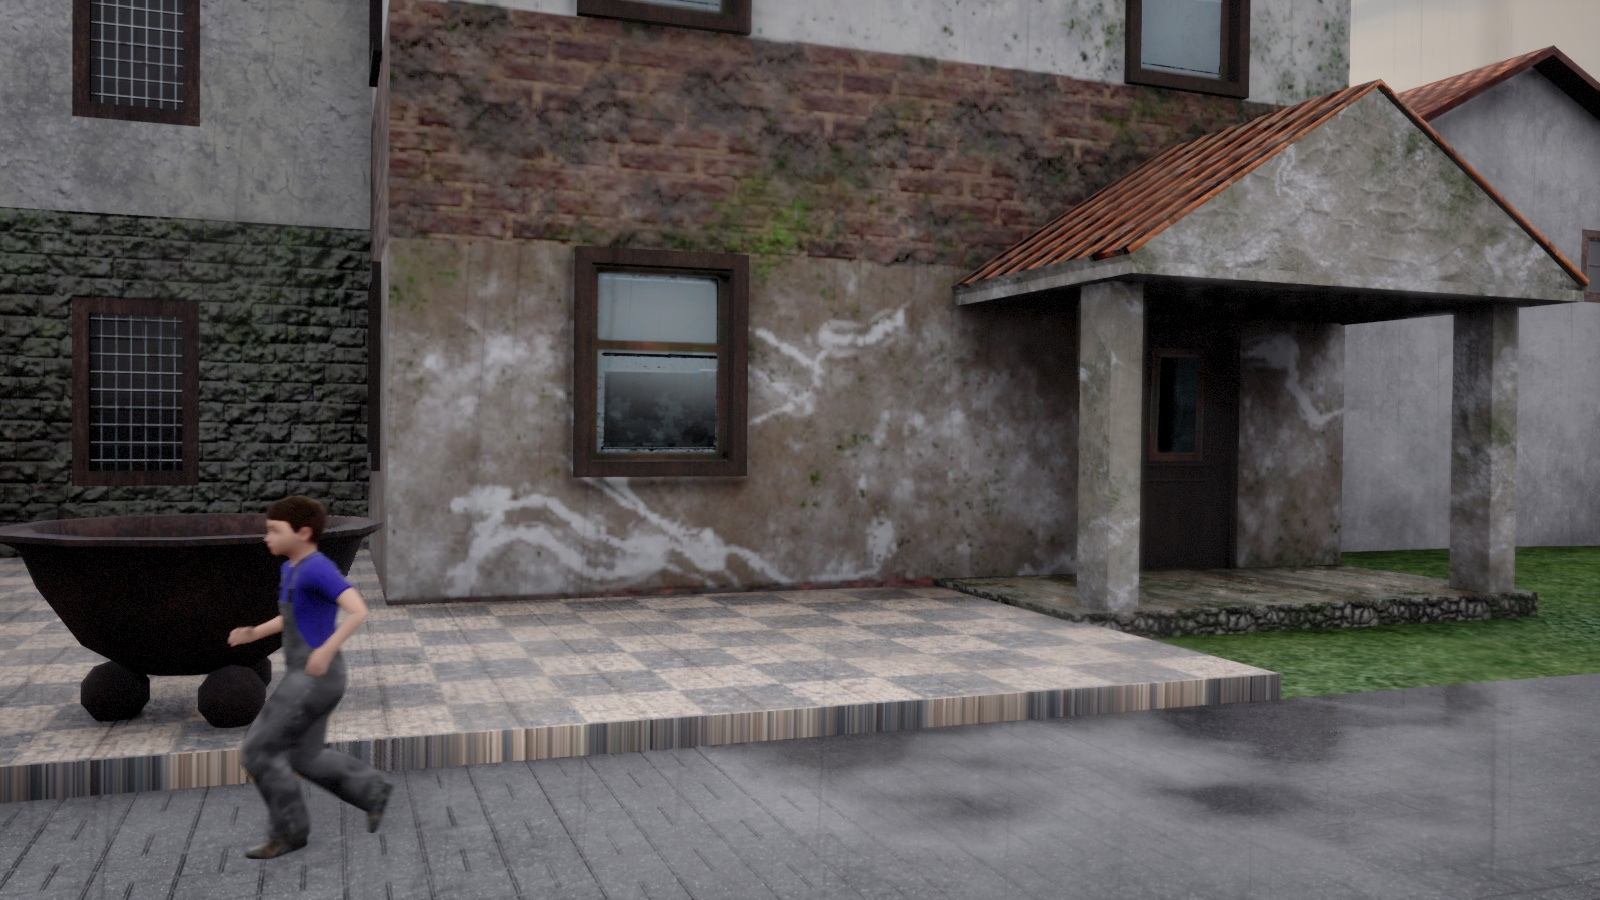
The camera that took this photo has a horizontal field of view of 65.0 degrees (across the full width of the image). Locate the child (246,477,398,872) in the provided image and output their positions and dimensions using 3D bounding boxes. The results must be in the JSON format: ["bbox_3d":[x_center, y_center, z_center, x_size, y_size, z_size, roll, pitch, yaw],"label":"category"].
[{"bbox_3d":[-1.631,0.734,4.282,0.437,1.263,0.270,-1,1,-26],"label":"child"}]
